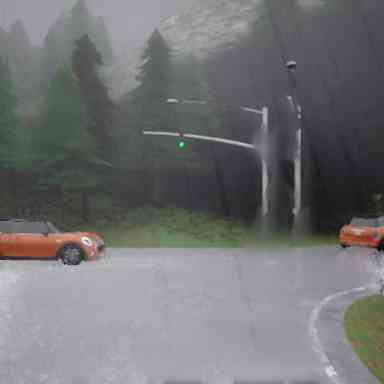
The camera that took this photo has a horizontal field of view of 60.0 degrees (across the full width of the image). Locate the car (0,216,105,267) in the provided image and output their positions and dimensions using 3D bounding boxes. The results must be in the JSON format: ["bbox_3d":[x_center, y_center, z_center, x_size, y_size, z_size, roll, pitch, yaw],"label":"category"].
[{"bbox_3d":[-5.739,1.832,12.933,4.553,1.767,2.097,1,-4,-1],"label":"car"}]

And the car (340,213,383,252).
[{"bbox_3d":[9.656,1.850,17.024,4.553,1.767,2.097,-4,2,-34],"label":"car"}]
